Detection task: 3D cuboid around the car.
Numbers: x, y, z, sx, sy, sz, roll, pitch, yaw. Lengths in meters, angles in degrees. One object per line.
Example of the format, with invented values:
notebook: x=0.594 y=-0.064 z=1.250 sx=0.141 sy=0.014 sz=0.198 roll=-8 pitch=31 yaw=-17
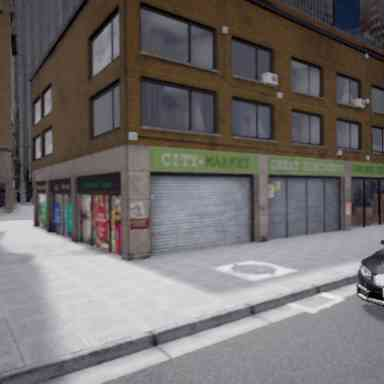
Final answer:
car: x=5.319 y=1.416 z=6.849 sx=4.902 sy=1.511 sz=2.128 roll=-1 pitch=0 yaw=-35
